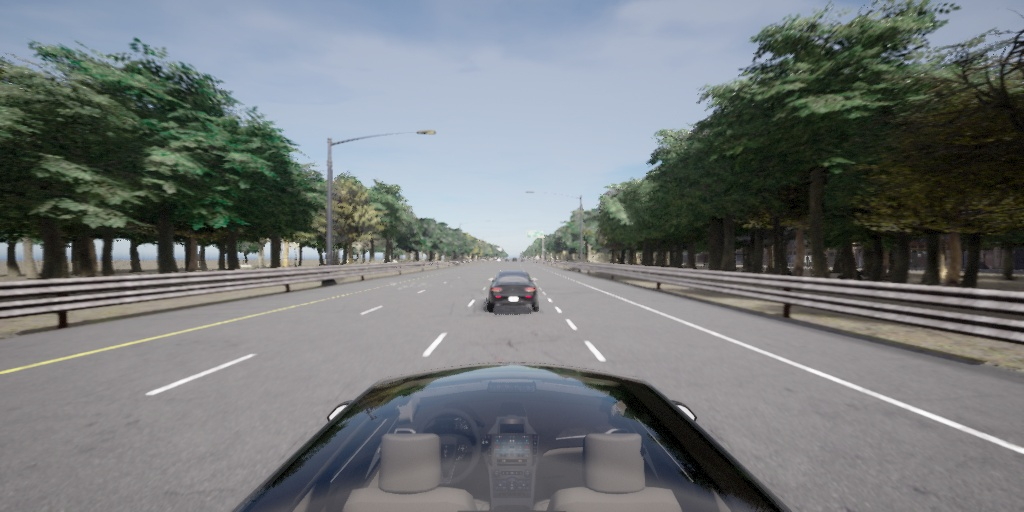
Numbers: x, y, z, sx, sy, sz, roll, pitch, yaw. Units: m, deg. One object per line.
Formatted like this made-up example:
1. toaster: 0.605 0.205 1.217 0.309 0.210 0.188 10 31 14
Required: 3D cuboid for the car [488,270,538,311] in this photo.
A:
1. car: 0.041 1.300 14.474 1.812 1.442 4.674 0 0 0
